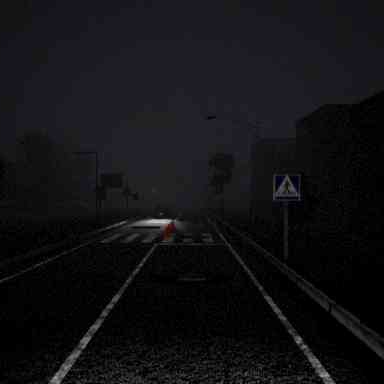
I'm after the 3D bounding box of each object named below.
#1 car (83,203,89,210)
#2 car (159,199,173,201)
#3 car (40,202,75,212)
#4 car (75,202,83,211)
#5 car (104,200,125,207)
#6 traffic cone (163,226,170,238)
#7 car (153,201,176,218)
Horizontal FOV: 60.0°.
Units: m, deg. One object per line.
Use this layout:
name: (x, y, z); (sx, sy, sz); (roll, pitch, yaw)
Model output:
car: (-21.853, 2.549, 59.895); (5.008, 1.535, 2.097); (0, -1, 0)
car: (-8.652, 3.320, 94.243); (4.892, 1.521, 2.231); (0, -1, 0)
car: (-21.865, 2.445, 53.346); (4.674, 1.452, 2.002); (0, -1, 0)
car: (-21.852, 2.478, 56.622); (4.892, 1.521, 2.231); (0, -1, 0)
car: (-21.741, 3.249, 91.521); (5.008, 1.535, 2.097); (0, -1, 0)
traffic cone: (-1.371, 2.138, 17.753); (0.340, 0.580, 0.340); (0, -1, 0)
car: (-3.201, 2.088, 36.698); (2.128, 1.511, 4.902); (0, -1, 0)
